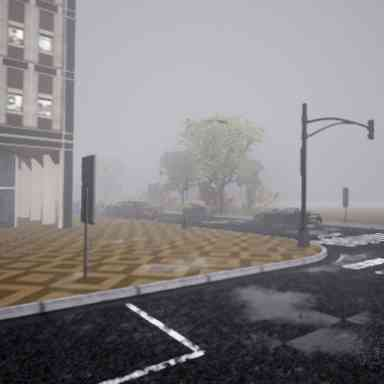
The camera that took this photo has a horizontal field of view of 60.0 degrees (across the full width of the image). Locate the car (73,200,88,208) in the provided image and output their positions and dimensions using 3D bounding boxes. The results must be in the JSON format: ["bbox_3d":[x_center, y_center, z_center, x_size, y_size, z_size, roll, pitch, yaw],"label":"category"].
[{"bbox_3d":[-25.192,2.649,74.931,1.967,1.590,4.097,0,-1,-36],"label":"car"}]

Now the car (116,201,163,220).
[{"bbox_3d":[-5.507,1.862,34.253,2.192,1.841,5.009,0,-1,-36],"label":"car"}]

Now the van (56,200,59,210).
[{"bbox_3d":[-21.727,2.221,56.751,1.690,1.788,3.998,0,-1,-36],"label":"van"}]

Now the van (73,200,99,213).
[{"bbox_3d":[-15.208,2.088,47.773,1.690,1.788,3.998,0,-1,-36],"label":"van"}]

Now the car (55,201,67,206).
[{"bbox_3d":[-34.959,2.972,88.381,1.947,1.339,4.313,0,-1,-36],"label":"car"}]

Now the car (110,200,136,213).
[{"bbox_3d":[-10.486,2.180,50.425,2.097,1.767,4.553,1,-1,-36],"label":"car"}]

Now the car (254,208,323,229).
[{"bbox_3d":[7.546,1.953,25.497,2.128,1.511,4.902,1,-1,-36],"label":"car"}]

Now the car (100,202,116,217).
[{"bbox_3d":[-8.728,2.180,38.765,1.947,1.339,4.313,0,-1,-36],"label":"car"}]

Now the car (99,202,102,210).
[{"bbox_3d":[-16.563,2.427,58.700,1.882,1.535,5.008,1,-1,-36],"label":"car"}]

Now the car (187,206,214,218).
[{"bbox_3d":[0.929,2.264,39.117,1.802,1.307,4.206,0,-1,-36],"label":"car"}]
